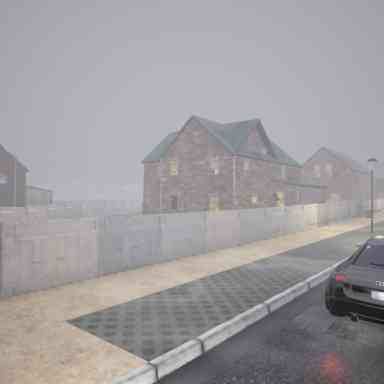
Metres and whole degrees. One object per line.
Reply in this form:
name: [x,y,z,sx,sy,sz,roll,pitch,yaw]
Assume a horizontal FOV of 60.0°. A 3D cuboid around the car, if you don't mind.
car: [4.225,1.576,6.638,1.994,1.385,4.181,0,0,40]
